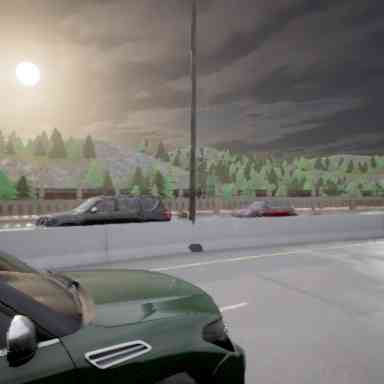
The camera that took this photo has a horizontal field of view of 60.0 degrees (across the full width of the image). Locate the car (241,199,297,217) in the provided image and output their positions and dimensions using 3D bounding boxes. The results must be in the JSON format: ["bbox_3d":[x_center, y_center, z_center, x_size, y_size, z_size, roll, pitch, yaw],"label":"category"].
[{"bbox_3d":[4.891,1.295,22.647,4.553,1.767,2.097,0,0,-26],"label":"car"}]

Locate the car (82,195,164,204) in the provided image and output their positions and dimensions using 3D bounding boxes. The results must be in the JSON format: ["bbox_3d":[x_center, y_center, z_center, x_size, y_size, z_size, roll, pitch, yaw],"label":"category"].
[{"bbox_3d":[-3.587,1.160,14.004,5.566,2.045,2.150,0,0,-31],"label":"car"}]

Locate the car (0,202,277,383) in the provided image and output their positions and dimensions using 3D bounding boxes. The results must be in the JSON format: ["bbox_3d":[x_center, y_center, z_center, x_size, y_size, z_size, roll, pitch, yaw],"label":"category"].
[{"bbox_3d":[-2.181,1.208,2.115,5.566,2.045,2.150,0,0,-36],"label":"car"}]

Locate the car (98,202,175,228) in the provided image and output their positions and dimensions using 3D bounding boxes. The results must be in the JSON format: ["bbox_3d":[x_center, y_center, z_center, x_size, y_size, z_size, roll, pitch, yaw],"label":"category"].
[{"bbox_3d":[-3.658,1.440,22.053,4.674,1.442,1.812,0,0,-30],"label":"car"}]
